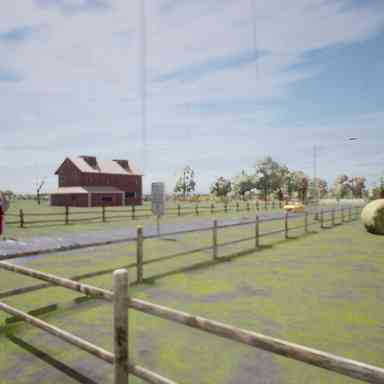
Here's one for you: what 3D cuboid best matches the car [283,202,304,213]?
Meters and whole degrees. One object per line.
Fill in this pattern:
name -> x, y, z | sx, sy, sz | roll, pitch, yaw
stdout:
car -> 15.042, 2.306, 49.156 | 1.882, 1.535, 5.008 | -1, -1, 35
